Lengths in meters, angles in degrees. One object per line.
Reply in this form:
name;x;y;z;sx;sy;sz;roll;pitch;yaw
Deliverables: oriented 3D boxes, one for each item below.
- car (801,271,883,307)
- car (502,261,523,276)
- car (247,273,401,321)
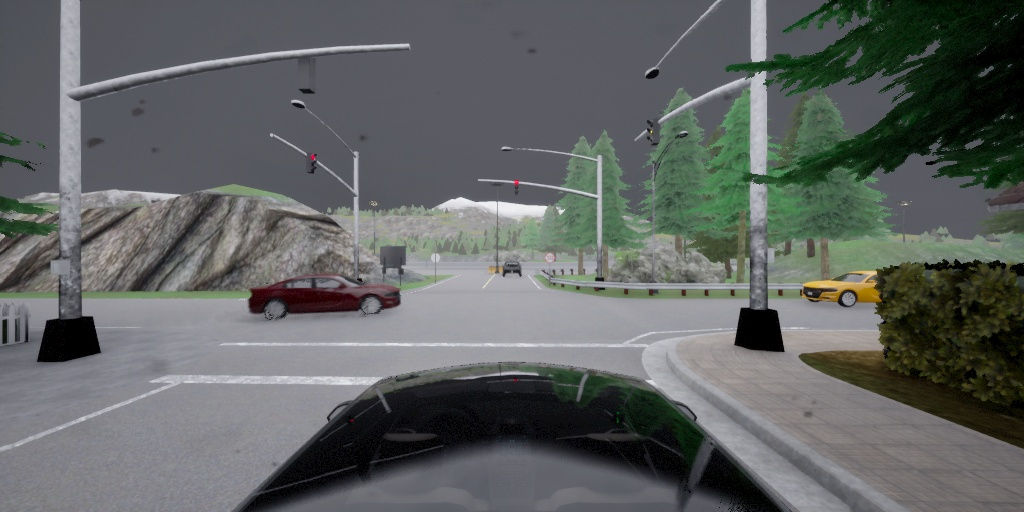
car;15.955;1.419;16.176;5.008;1.535;1.882;0;0;0
car;0.032;1.263;37.193;1.837;1.490;4.892;0;-1;1
car;-6.696;1.377;13.156;5.008;1.535;1.882;-2;0;-10
